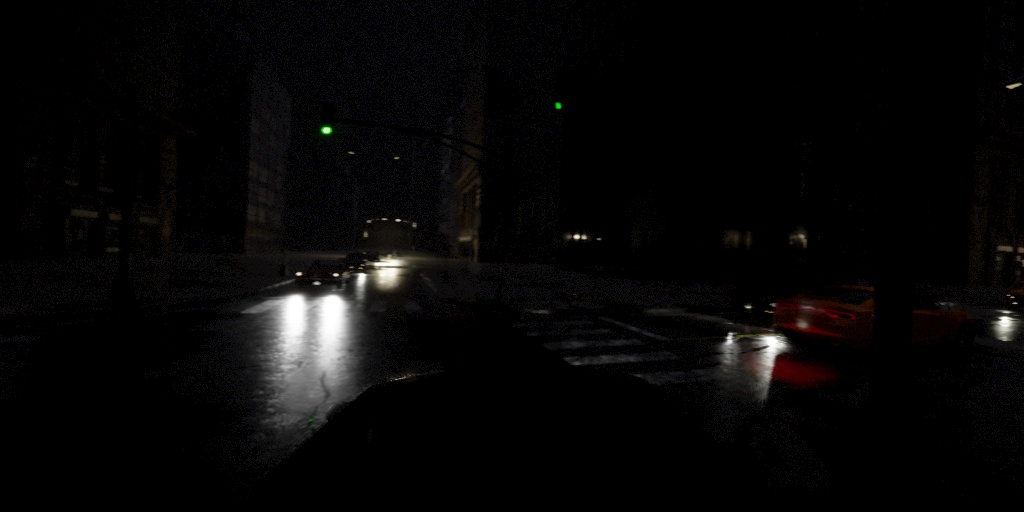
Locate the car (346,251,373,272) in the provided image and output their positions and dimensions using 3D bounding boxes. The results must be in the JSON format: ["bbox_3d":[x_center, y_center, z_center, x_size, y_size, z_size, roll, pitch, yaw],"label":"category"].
[{"bbox_3d":[-12.937,0.493,29.708,1.837,1.490,4.892,2,2,-18],"label":"car"}]

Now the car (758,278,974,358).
[{"bbox_3d":[8.912,1.471,8.844,5.008,1.535,1.882,2,1,-18],"label":"car"}]

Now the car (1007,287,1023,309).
[{"bbox_3d":[27.535,2.029,18.096,5.008,1.535,1.882,2,1,-18],"label":"car"}]

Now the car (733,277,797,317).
[{"bbox_3d":[10.048,1.496,12.466,4.892,1.490,1.837,2,1,-18],"label":"car"}]

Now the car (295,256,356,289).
[{"bbox_3d":[-9.146,0.843,17.727,1.895,1.301,4.718,2,0,-18],"label":"car"}]

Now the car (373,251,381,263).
[{"bbox_3d":[-18.901,0.071,48.718,1.882,1.535,5.008,2,0,-17],"label":"car"}]
